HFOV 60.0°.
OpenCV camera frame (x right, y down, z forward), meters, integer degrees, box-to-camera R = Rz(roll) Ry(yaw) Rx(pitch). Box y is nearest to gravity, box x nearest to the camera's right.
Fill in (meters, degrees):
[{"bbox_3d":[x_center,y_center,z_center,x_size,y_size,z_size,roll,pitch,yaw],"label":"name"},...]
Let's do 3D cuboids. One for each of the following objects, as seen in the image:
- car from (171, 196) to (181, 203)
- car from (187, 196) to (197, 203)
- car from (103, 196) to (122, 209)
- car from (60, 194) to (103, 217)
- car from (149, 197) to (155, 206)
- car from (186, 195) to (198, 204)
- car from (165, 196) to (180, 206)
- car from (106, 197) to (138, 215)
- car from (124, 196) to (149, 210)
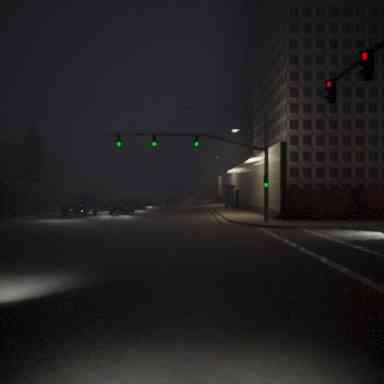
[{"bbox_3d":[-3.500,1.593,71.613,1.895,1.301,4.718,0,0,0],"label":"car"},{"bbox_3d":[0.000,1.539,71.603,2.033,1.411,5.357,0,0,0],"label":"car"},{"bbox_3d":[-10.585,1.473,41.611,1.882,1.535,5.008,0,0,0],"label":"car"},{"bbox_3d":[-10.591,1.217,31.840,2.150,2.045,5.566,0,0,0],"label":"car"},{"bbox_3d":[-7.043,1.561,53.019,1.994,1.385,4.181,0,0,0],"label":"car"},{"bbox_3d":[0.006,1.351,61.621,2.097,1.767,4.553,0,0,0],"label":"car"},{"bbox_3d":[-3.387,1.523,55.534,1.812,1.442,4.674,0,0,0],"label":"car"},{"bbox_3d":[-7.086,1.522,34.079,1.812,1.442,4.674,0,0,0],"label":"car"},{"bbox_3d":[-7.081,1.501,42.973,1.837,1.490,4.892,0,0,0],"label":"car"}]
